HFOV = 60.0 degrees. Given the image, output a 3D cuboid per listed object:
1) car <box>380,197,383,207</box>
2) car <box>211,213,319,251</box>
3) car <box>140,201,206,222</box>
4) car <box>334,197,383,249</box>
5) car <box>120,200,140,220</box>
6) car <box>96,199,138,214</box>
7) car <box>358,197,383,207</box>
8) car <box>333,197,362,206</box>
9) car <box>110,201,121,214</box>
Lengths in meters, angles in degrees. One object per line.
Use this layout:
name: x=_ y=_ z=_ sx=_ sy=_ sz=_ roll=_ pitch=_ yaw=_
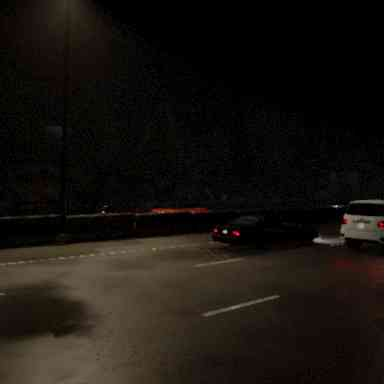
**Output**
car: x=31.730 y=1.597 z=52.339 sx=4.892 sy=1.490 sz=1.837 roll=-1 pitch=1 yaw=-35
car: x=3.358 y=1.657 z=14.739 sx=5.357 sy=1.411 sz=2.033 roll=1 pitch=0 yaw=-35
car: x=-1.106 y=1.478 z=24.696 sx=4.553 sy=1.767 sz=2.097 roll=1 pitch=0 yaw=-35
car: x=8.618 y=1.360 z=14.190 sx=5.566 sy=2.045 sz=2.150 roll=0 pitch=0 yaw=-35
car: x=-3.164 y=1.651 z=27.528 sx=4.674 sy=1.442 sz=1.812 roll=1 pitch=0 yaw=-35
car: x=-7.187 y=1.477 z=33.257 sx=4.553 sy=1.767 sz=2.097 roll=1 pitch=0 yaw=-35
car: x=29.590 y=1.620 z=55.102 sx=4.674 sy=1.442 sz=1.812 roll=-1 pitch=0 yaw=-35
car: x=26.895 y=1.648 z=57.468 sx=5.357 sy=1.411 sz=2.033 roll=-1 pitch=0 yaw=-35
car: x=-4.715 y=1.730 z=30.721 sx=4.718 sy=1.301 sz=1.895 roll=1 pitch=0 yaw=-35
